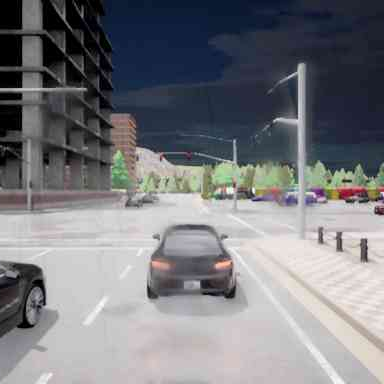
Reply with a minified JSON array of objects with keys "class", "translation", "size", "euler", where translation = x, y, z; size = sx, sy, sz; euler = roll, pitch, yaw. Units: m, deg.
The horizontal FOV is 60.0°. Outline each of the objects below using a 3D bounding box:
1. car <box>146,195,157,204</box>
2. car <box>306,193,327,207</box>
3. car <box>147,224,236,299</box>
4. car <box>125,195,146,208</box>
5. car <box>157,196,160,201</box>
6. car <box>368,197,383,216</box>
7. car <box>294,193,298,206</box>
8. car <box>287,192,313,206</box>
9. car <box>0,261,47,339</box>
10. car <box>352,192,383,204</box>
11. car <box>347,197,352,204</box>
[{"class":"car","translation":[-8.127,1.276,60.618],"size":[2.097,1.767,4.553],"euler":[0,0,0]},{"class":"car","translation":[20.780,1.381,56.338],"size":[3.806,1.475,1.970],"euler":[0,0,0]},{"class":"car","translation":[-0.032,1.515,8.308],"size":[1.812,1.442,4.674],"euler":[0,0,-1]},{"class":"car","translation":[-7.968,1.469,45.672],"size":[1.812,1.442,4.674],"euler":[0,1,0]},{"class":"car","translation":[-8.254,1.451,75.342],"size":[1.895,1.301,4.718],"euler":[0,0,-1]},{"class":"car","translation":[19.585,1.495,30.894],"size":[5.008,1.535,1.882],"euler":[0,0,-1]},{"class":"car","translation":[20.765,1.346,59.233],"size":[3.905,1.438,1.784],"euler":[0,0,0]},{"class":"car","translation":[20.700,1.132,61.916],"size":[4.605,1.855,1.932],"euler":[0,0,0]},{"class":"car","translation":[-3.488,1.486,4.029],"size":[2.128,1.511,4.902],"euler":[0,0,0]},{"class":"car","translation":[35.730,1.125,67.551],"size":[4.605,1.855,1.932],"euler":[0,0,0]},{"class":"car","translation":[35.778,1.332,70.448],"size":[3.905,1.438,1.784],"euler":[0,0,0]}]
